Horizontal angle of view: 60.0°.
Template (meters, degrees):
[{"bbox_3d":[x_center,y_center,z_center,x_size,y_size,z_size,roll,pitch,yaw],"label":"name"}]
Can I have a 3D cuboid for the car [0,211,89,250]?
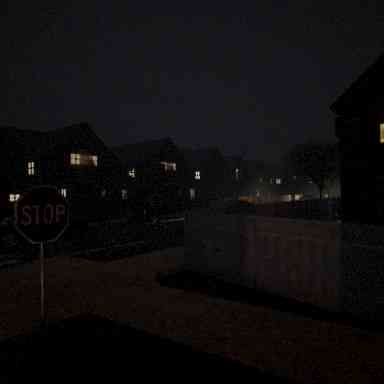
[{"bbox_3d":[-6.914,1.516,14.587,1.837,1.490,4.892,-2,-1,36],"label":"car"}]

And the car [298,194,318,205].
[{"bbox_3d":[15.922,1.092,45.541,2.097,1.767,4.553,-2,-1,36],"label":"car"}]

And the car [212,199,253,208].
[{"bbox_3d":[3.602,1.346,28.913,1.882,1.535,5.008,-2,-1,36],"label":"car"}]
